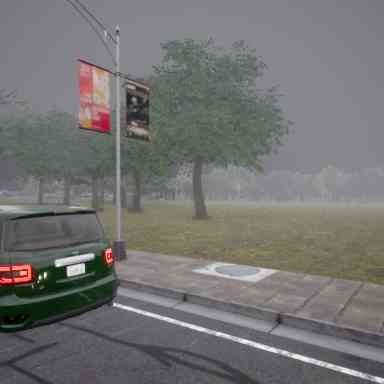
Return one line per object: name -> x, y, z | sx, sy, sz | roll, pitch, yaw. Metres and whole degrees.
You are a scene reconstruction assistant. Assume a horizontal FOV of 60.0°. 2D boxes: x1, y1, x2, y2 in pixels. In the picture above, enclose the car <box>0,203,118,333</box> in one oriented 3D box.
car -> -3.856, 1.235, 6.390 | 5.566, 2.045, 2.150 | 0, 0, 36
